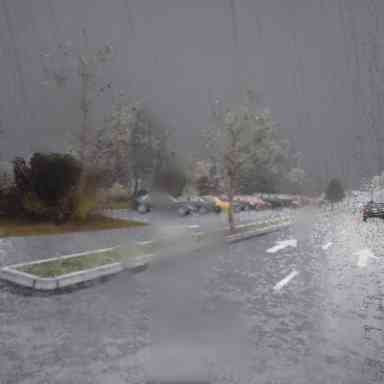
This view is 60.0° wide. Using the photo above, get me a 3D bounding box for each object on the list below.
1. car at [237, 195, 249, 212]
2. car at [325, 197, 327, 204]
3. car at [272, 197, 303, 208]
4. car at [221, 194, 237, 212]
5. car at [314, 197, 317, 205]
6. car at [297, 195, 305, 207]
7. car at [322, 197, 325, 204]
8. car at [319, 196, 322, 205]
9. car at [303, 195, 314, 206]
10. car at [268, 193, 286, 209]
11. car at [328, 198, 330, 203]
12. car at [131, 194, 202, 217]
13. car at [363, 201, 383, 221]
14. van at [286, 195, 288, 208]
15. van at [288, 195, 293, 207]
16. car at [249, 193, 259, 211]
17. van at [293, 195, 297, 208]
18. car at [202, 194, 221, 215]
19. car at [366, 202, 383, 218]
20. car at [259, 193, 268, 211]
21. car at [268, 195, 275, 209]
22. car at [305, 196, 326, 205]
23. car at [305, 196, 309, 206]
[{"bbox_3d":[2.983,1.151,33.312,4.792,1.488,2.163,4,0,9],"label":"car"},{"bbox_3d":[29.145,2.242,80.447,4.792,1.488,2.163,3,0,8],"label":"car"},{"bbox_3d":[16.274,1.709,57.010,4.792,1.488,2.163,3,1,9],"label":"car"},{"bbox_3d":[1.105,1.035,30.383,5.366,1.575,1.946,4,1,10],"label":"car"},{"bbox_3d":[20.852,1.873,64.765,5.366,1.575,1.946,4,0,9],"label":"car"},{"bbox_3d":[15.031,1.629,54.387,5.366,1.575,1.946,4,0,9],"label":"car"},{"bbox_3d":[27.707,2.184,77.821,4.792,1.488,2.163,3,1,8],"label":"car"},{"bbox_3d":[24.960,2.043,72.588,5.008,1.535,2.097,4,1,9],"label":"car"},{"bbox_3d":[19.207,1.551,62.194,5.566,2.045,2.435,4,1,9],"label":"car"},{"bbox_3d":[8.994,1.122,44.041,5.566,2.045,2.435,4,1,9],"label":"car"},{"bbox_3d":[32.950,2.355,88.384,5.366,1.575,1.946,3,1,7],"label":"car"},{"bbox_3d":[-2.054,0.909,24.453,4.892,1.521,2.231,4,0,10],"label":"car"},{"bbox_3d":[19.087,1.985,34.509,2.150,2.045,5.566,5,1,30],"label":"car"},{"bbox_3d":[10.598,1.218,46.615,4.442,1.987,1.878,4,0,9],"label":"van"},{"bbox_3d":[12.056,1.279,49.210,4.442,1.987,1.878,3,0,9],"label":"van"},{"bbox_3d":[4.601,1.063,36.271,4.553,1.767,2.185,4,0,9],"label":"car"},{"bbox_3d":[13.515,1.340,51.805,4.442,1.987,1.878,4,0,9],"label":"van"},{"bbox_3d":[-0.375,0.981,27.402,4.892,1.521,2.231,4,1,9],"label":"car"},{"bbox_3d":[24.516,2.338,44.233,2.097,1.767,4.553,5,1,30],"label":"car"},{"bbox_3d":[6.124,1.128,38.845,4.553,1.767,2.185,4,1,9],"label":"car"},{"bbox_3d":[7.543,1.353,41.452,4.674,1.452,2.002,4,0,9],"label":"car"},{"bbox_3d":[31.787,2.190,85.725,4.553,1.767,2.185,3,0,7],"label":"car"},{"bbox_3d":[17.791,1.774,59.602,4.792,1.488,2.163,4,0,9],"label":"car"}]
